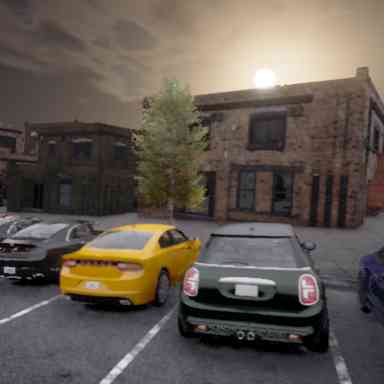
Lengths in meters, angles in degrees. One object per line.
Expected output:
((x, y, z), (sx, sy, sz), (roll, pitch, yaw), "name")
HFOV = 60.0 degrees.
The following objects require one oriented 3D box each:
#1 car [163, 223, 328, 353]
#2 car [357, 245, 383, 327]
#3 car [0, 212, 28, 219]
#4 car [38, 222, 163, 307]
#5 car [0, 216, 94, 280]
((1.295, 1.368, 6.488), (2.185, 1.767, 4.553), (-1, -1, 15), "car")
((3.705, 1.507, 4.814), (2.002, 1.452, 4.674), (0, -1, 15), "car")
((-5.880, 1.589, 11.601), (2.231, 1.521, 4.892), (-1, -1, 15), "car")
((-1.090, 1.523, 8.208), (2.097, 1.535, 5.008), (-1, -1, 15), "car")
((-3.488, 1.557, 9.905), (2.231, 1.521, 4.892), (-1, -1, 15), "car")
